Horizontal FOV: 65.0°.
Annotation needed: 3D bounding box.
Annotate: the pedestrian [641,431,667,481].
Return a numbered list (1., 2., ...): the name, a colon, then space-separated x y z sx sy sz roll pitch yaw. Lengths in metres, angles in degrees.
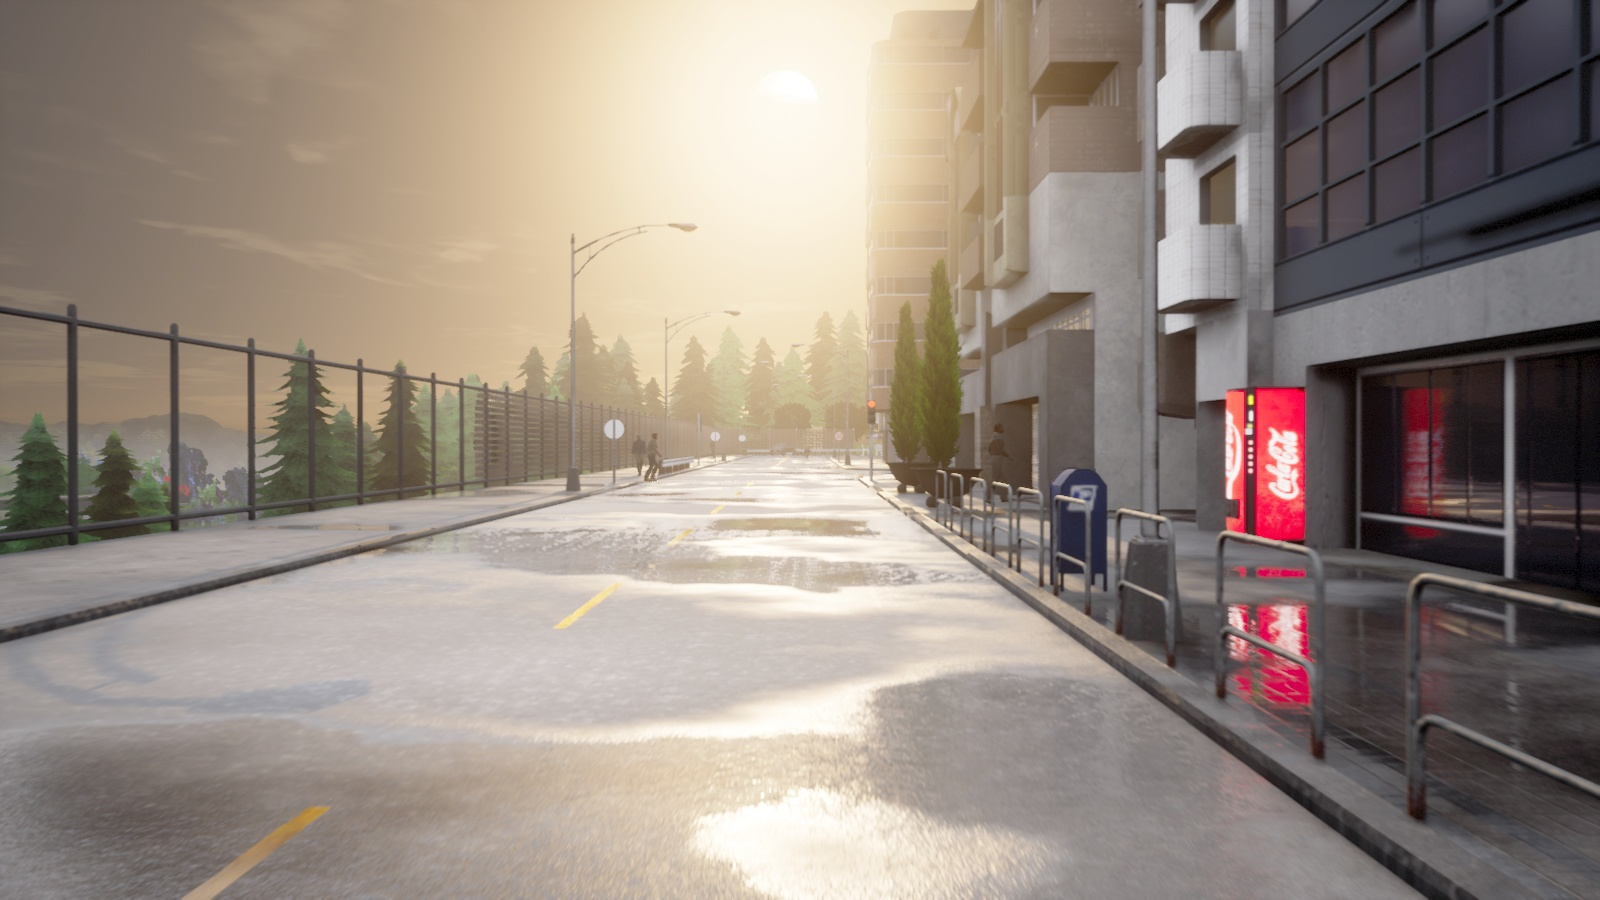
1. pedestrian: -5.331 0.227 45.831 0.869 1.805 0.328 0 0 -17

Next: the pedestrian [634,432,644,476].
1. pedestrian: -6.759 0.154 52.674 0.402 1.842 0.726 0 0 -9

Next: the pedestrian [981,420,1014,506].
1. pedestrian: 4.456 0.297 28.331 0.666 1.930 0.402 0 0 -2
